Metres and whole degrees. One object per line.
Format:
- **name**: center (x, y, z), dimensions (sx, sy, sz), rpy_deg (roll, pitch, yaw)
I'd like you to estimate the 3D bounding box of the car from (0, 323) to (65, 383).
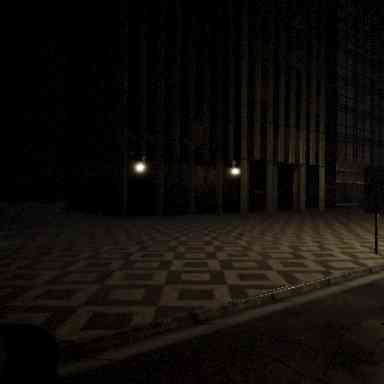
- **car**: center (-3.012, 1.504, 1.228), dimensions (4.892, 1.490, 1.837), rpy_deg (0, 0, -36)
